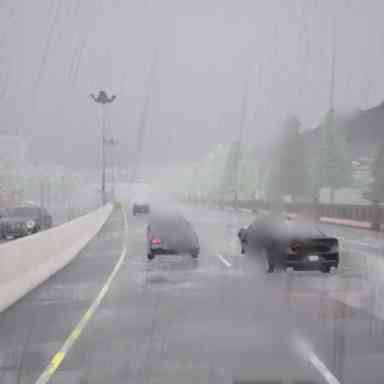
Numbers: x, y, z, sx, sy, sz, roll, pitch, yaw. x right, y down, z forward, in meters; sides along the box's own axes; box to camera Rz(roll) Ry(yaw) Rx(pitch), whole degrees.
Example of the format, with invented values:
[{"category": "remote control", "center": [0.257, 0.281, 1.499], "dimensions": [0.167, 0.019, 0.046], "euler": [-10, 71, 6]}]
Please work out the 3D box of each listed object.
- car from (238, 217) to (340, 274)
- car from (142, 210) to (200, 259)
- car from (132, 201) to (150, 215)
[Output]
[{"category": "car", "center": [2.862, 1.551, 10.961], "dimensions": [1.882, 1.535, 5.008], "euler": [0, 0, -6]}, {"category": "car", "center": [-0.898, 1.664, 13.285], "dimensions": [2.033, 1.411, 5.357], "euler": [0, 0, -8]}, {"category": "car", "center": [-5.914, 1.836, 38.630], "dimensions": [1.882, 1.535, 5.008], "euler": [0, -1, -12]}]
